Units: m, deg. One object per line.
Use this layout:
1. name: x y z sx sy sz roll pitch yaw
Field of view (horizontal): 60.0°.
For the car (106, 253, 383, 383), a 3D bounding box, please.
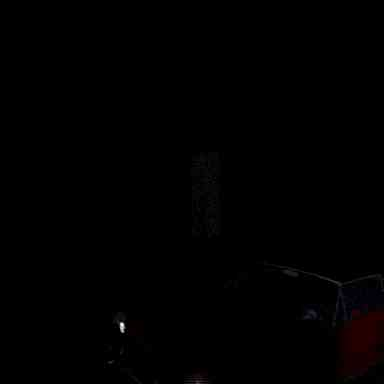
1. car: 1.382 1.599 4.380 4.718 1.301 1.895 0 0 -36
